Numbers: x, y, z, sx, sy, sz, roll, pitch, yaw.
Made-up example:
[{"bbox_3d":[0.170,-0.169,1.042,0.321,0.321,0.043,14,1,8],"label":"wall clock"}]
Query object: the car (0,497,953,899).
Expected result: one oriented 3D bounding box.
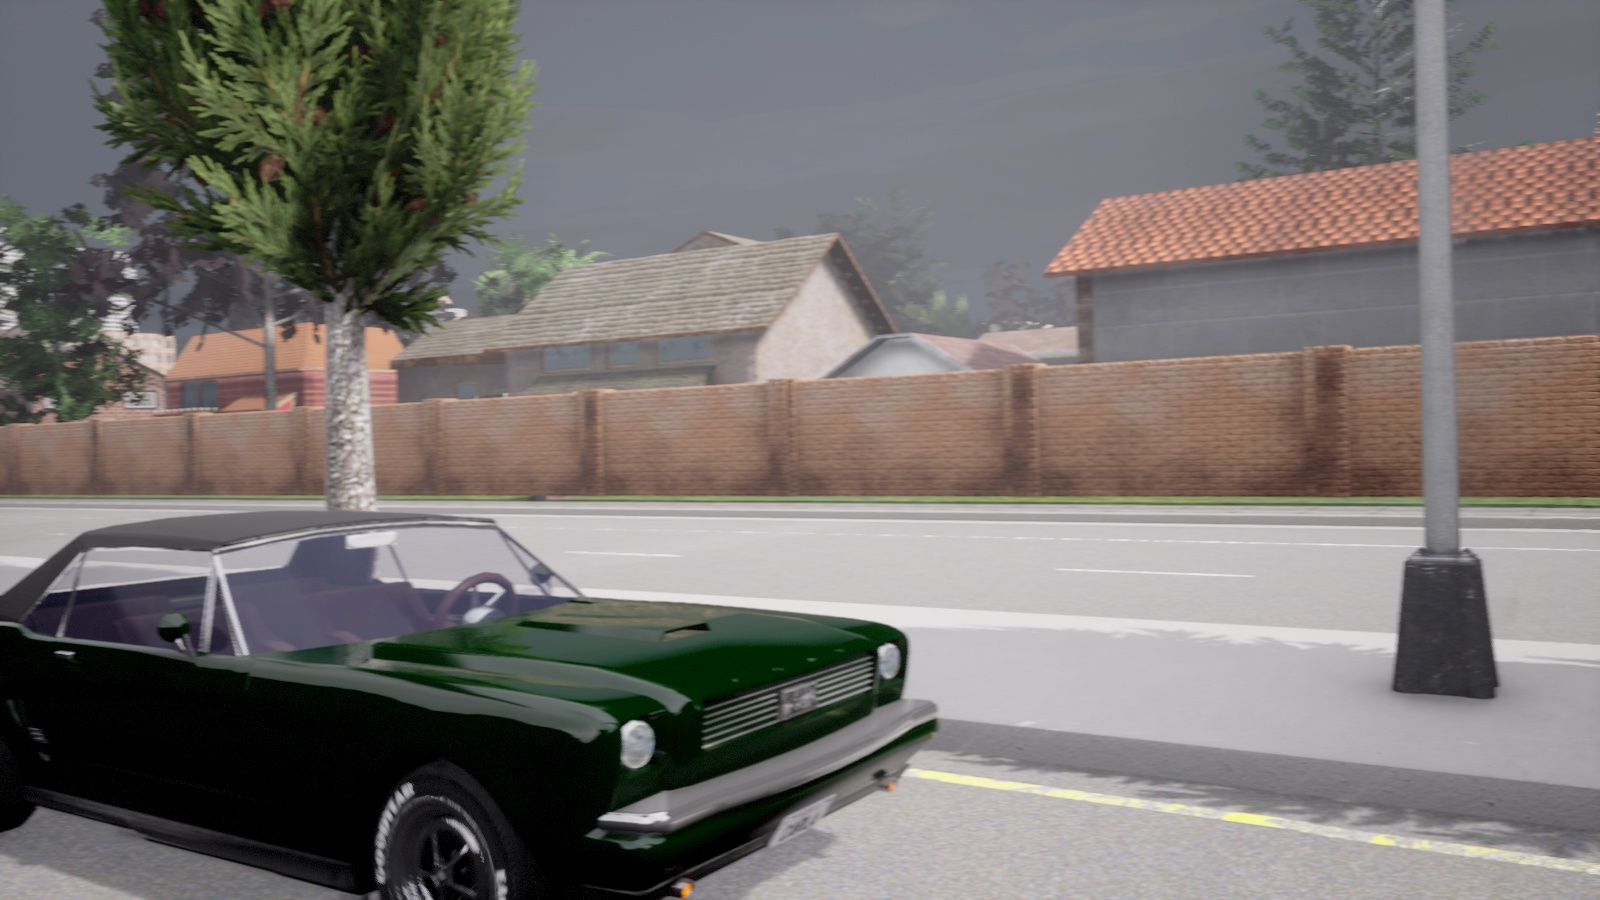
[{"bbox_3d":[-1.933,0.908,5.208,4.718,1.301,1.895,-1,0,32],"label":"car"}]
